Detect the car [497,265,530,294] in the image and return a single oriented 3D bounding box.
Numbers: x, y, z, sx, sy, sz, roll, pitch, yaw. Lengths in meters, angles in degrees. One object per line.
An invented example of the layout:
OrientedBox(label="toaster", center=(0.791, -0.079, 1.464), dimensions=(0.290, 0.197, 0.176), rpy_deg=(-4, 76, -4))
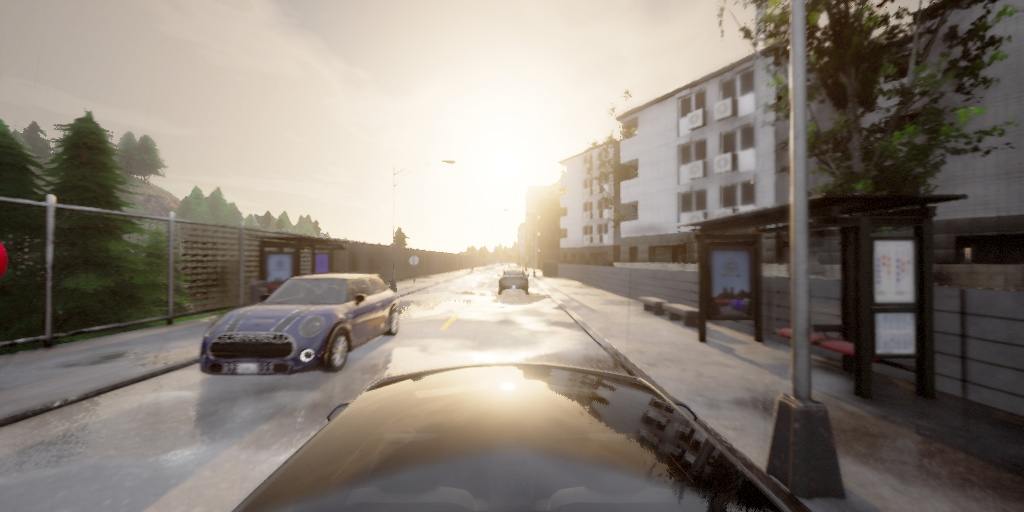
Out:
OrientedBox(label="car", center=(0.098, 1.519, 22.605), dimensions=(1.837, 1.490, 4.892), rpy_deg=(0, 0, 0))

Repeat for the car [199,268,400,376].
OrientedBox(label="car", center=(-4.088, 1.178, 7.805), dimensions=(2.097, 1.767, 4.553), rpy_deg=(0, -1, 0))
